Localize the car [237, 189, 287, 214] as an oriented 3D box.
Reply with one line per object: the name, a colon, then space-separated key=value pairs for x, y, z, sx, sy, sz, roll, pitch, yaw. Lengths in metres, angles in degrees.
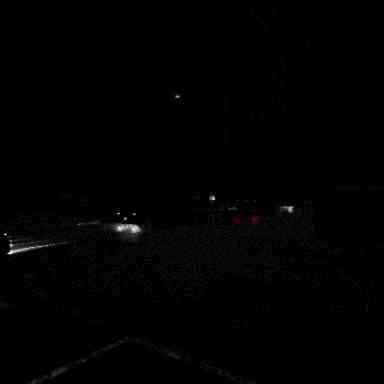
car: x=5.887 y=0.785 z=28.669 sx=2.150 sy=2.045 sz=5.566 roll=0 pitch=0 yaw=36

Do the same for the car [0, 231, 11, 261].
car: x=-6.557 y=1.377 z=8.574 sx=1.994 sy=1.385 sz=4.181 roll=0 pitch=1 yaw=-1

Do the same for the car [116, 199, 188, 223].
car: x=-2.464 y=1.203 z=22.158 sx=2.033 sy=1.411 sz=5.357 roll=0 pitch=0 yaw=36

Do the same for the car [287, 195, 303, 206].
car: x=12.740 y=1.077 z=43.097 sx=1.895 sy=1.301 sz=4.718 roll=0 pitch=0 yaw=36
